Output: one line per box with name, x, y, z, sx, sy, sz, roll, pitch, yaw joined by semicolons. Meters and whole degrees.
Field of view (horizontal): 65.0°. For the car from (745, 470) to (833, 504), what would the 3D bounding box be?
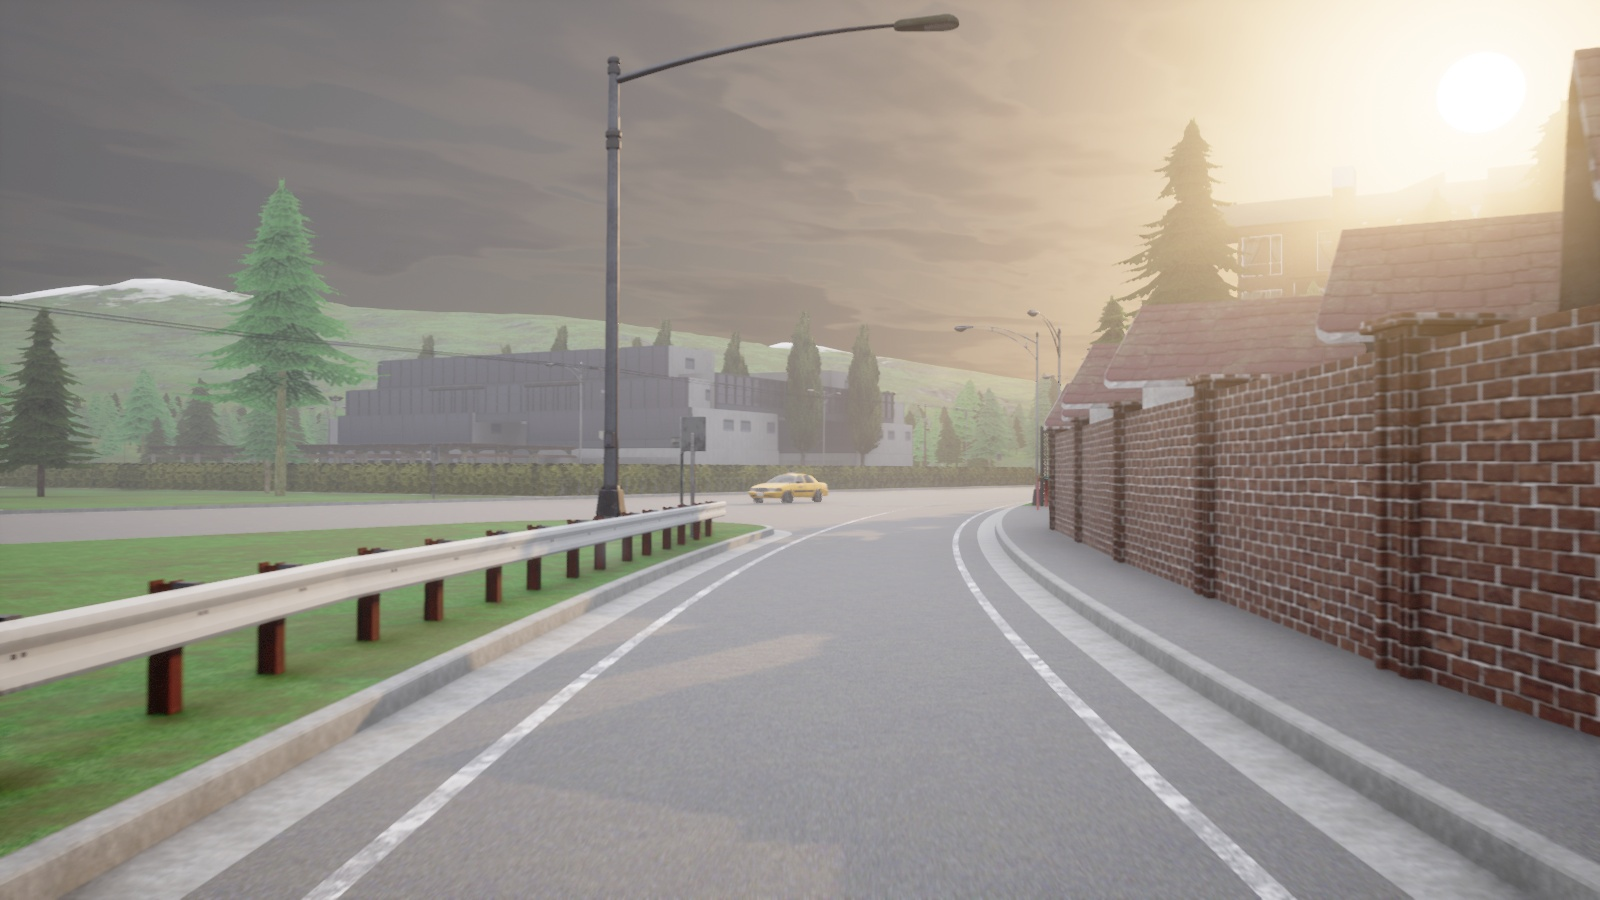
car;-0.463;1.776;60.963;1.801;1.575;5.366;-1;-1;30
